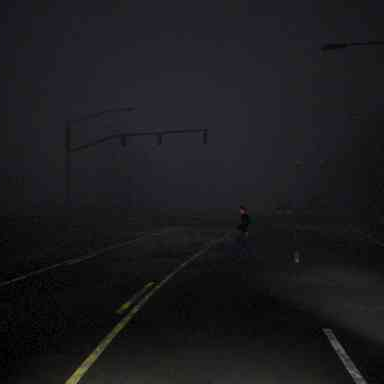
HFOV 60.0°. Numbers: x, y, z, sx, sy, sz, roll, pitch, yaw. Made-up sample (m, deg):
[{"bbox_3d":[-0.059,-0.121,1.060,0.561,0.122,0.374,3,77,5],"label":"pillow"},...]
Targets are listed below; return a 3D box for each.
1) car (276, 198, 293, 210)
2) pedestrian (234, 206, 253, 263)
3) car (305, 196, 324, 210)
[{"bbox_3d":[11.743,1.443,42.088,2.128,1.511,4.902,0,0,18],"label":"car"},{"bbox_3d":[1.629,1.294,10.528,0.375,1.860,0.375,0,0,15],"label":"pedestrian"},{"bbox_3d":[15.175,1.303,41.356,2.097,1.767,4.553,0,0,18],"label":"car"}]
